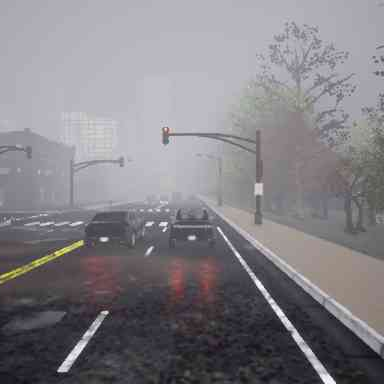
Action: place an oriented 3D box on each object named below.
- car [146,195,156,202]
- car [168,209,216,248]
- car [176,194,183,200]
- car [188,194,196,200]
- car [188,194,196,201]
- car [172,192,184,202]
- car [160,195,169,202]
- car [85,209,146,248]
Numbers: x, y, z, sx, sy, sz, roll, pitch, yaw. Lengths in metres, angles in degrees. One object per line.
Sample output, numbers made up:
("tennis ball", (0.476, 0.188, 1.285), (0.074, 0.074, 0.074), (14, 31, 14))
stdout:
("car", (-9.750, 1.445, 79.195), (1.882, 1.535, 5.008), (0, 0, 0))
("car", (0.000, 1.493, 14.729), (2.128, 1.511, 4.902), (0, 0, 0))
("car", (-3.252, 1.300, 88.553), (1.837, 1.490, 4.892), (0, 0, 0))
("car", (-0.002, 1.339, 88.553), (2.033, 1.411, 5.357), (0, 0, 0))
("car", (-0.001, 1.430, 75.217), (1.994, 1.385, 4.181), (0, 0, 0))
("car", (-3.251, 1.085, 74.831), (2.150, 2.045, 5.566), (0, 0, 0))
("car", (-6.500, 1.493, 79.195), (2.128, 1.511, 4.902), (0, 0, 0))
("car", (-3.250, 1.514, 14.729), (1.837, 1.490, 4.892), (0, 0, 0))
